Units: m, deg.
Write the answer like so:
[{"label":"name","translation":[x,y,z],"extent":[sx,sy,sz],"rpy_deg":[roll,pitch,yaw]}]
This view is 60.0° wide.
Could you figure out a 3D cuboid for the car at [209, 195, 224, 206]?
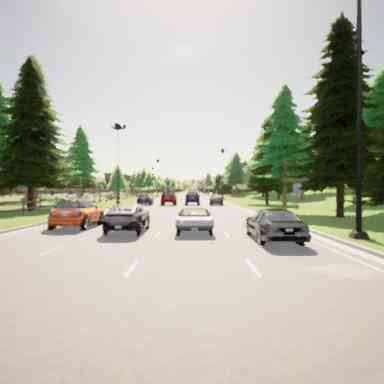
[{"label":"car","translation":[3.585,1.196,49.075],"extent":[2.128,1.511,4.902],"rpy_deg":[0,0,0]}]

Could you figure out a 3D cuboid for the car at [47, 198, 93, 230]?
[{"label":"car","translation":[-6.866,1.231,20.095],"extent":[2.097,1.767,4.553],"rpy_deg":[0,0,0]}]

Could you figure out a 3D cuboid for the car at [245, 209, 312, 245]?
[{"label":"car","translation":[3.626,1.457,14.889],"extent":[2.033,1.411,5.357],"rpy_deg":[0,0,0]}]

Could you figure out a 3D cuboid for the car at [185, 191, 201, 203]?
[{"label":"car","translation":[0.085,0.926,49.110],"extent":[2.150,2.045,5.566],"rpy_deg":[0,0,0]}]

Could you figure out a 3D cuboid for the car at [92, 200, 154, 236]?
[{"label":"car","translation":[-3.370,1.385,17.661],"extent":[2.128,1.511,4.902],"rpy_deg":[0,0,0]}]

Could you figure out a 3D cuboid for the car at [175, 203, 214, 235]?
[{"label":"car","translation":[0.131,1.491,18.176],"extent":[1.895,1.301,4.718],"rpy_deg":[0,0,0]}]

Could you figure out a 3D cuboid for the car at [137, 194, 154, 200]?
[{"label":"car","translation":[-6.914,1.053,49.603],"extent":[2.097,1.767,4.553],"rpy_deg":[0,0,0]}]

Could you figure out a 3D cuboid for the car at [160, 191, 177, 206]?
[{"label":"car","translation":[-3.415,0.926,49.116],"extent":[2.150,2.045,5.566],"rpy_deg":[0,0,0]}]
